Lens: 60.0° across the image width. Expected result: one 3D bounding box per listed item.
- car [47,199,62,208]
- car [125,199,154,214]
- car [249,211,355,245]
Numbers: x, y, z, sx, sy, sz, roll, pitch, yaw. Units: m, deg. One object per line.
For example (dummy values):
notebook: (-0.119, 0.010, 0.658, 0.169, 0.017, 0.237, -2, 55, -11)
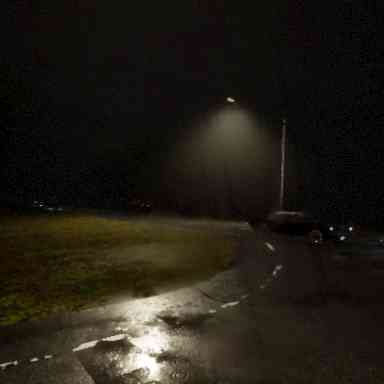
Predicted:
car: (-23.808, 2.015, 57.682, 1.837, 1.490, 4.892, 4, -3, -31)
car: (-7.238, 1.948, 45.471, 2.150, 2.045, 5.566, 5, -3, -35)
car: (4.997, 1.604, 15.612, 1.895, 1.301, 4.718, 4, -2, -35)
